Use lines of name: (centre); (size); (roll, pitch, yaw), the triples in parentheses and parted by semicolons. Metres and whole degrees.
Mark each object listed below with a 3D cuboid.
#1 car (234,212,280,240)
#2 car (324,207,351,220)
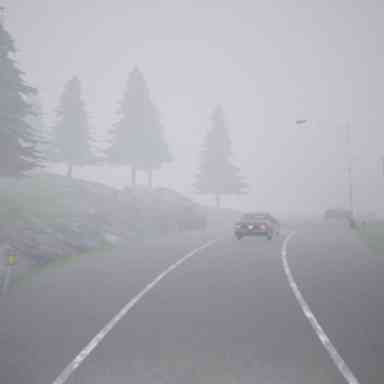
car: (3.759, 1.831, 18.599); (2.033, 1.411, 5.357); (-2, -2, 21)
car: (17.122, 2.534, 38.828); (2.128, 1.511, 4.902); (-5, -6, 44)
